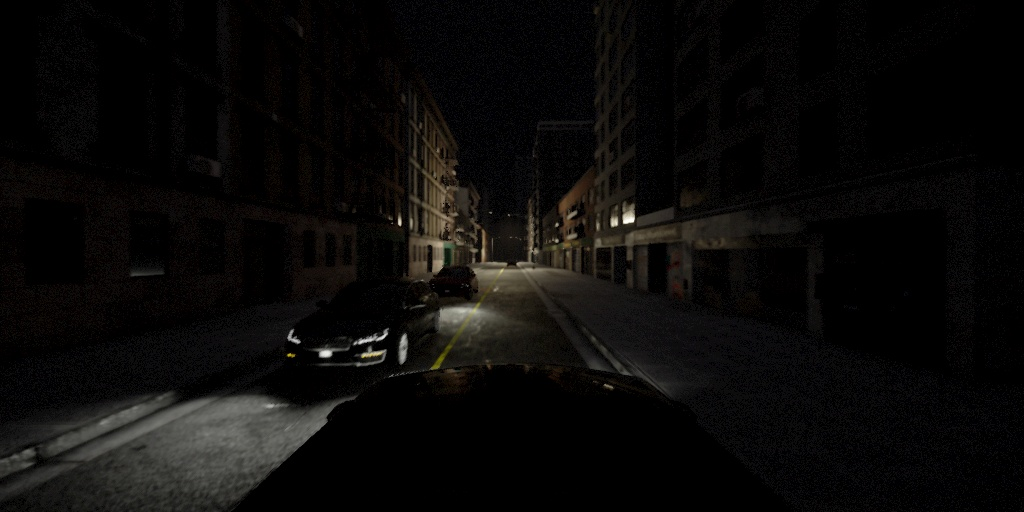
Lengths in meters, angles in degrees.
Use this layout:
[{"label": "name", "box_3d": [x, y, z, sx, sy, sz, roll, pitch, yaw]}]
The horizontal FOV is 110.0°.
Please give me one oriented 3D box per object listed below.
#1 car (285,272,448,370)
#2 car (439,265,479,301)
[{"label": "car", "box_3d": [-2.842, 1.257, 7.904, 1.837, 1.490, 4.892, 0, 0, 0]}, {"label": "car", "box_3d": [-2.760, 1.236, 17.745, 1.882, 1.535, 5.008, 0, 0, 0]}]
